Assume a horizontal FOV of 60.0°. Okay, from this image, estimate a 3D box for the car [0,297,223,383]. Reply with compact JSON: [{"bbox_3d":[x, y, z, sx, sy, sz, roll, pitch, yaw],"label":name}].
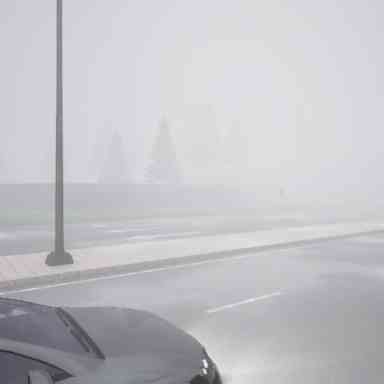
[{"bbox_3d":[-1.755,1.564,2.503,4.181,1.385,1.994,0,0,-35],"label":"car"}]
